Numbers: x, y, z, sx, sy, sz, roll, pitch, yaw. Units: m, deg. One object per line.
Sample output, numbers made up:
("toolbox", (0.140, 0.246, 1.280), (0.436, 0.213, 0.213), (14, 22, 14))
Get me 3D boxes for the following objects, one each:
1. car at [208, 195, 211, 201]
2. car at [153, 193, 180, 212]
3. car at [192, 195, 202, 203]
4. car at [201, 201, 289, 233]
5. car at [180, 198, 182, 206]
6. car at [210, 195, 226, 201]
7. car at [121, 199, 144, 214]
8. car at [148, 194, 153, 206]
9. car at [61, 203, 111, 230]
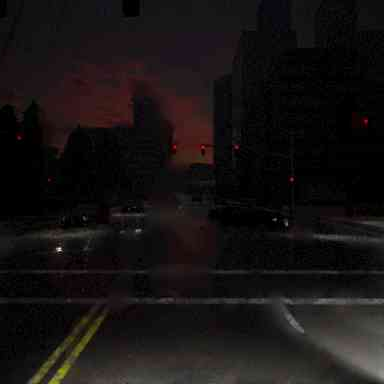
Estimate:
("car", (4.590, 1.506, 76.923), (1.882, 1.535, 5.008), (0, 0, 1))
("car", (-2.863, 1.236, 38.630), (2.150, 2.045, 5.566), (0, 0, 1))
("car", (1.003, 1.377, 67.481), (2.097, 1.767, 4.553), (0, 0, 1))
("car", (3.199, 1.499, 19.705), (4.902, 1.511, 2.128), (0, 0, 36))
("car", (-2.679, 1.622, 56.938), (1.895, 1.301, 4.718), (0, 0, 1))
("car", (4.464, 1.567, 52.409), (2.033, 1.411, 5.357), (0, 0, 1))
("car", (-6.384, 1.518, 36.103), (1.837, 1.490, 4.892), (0, 0, 1))
("car", (-6.176, 1.241, 57.371), (2.150, 2.045, 5.566), (0, 0, 1))
("car", (-6.735, 1.485, 21.556), (1.882, 1.535, 5.008), (0, 0, 2))
